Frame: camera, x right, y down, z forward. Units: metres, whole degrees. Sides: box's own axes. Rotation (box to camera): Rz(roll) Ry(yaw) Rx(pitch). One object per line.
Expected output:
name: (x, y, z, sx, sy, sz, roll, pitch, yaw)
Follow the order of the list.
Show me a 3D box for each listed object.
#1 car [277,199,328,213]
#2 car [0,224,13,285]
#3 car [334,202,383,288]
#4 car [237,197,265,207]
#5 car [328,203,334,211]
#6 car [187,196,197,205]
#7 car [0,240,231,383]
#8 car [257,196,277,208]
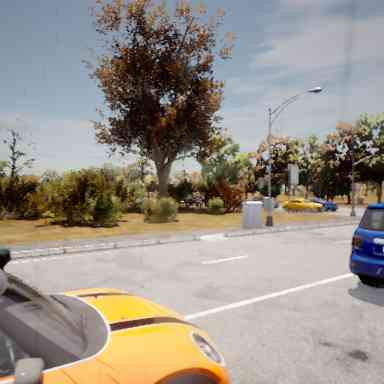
car: (12.796, 1.563, 38.709, 1.882, 1.535, 5.008, 0, 0, -32)
car: (-6.921, 1.597, 7.650, 4.718, 1.301, 1.895, 0, 0, -35)
car: (6.109, 1.247, 8.111, 5.566, 2.045, 2.150, 0, 0, -35)
car: (7.813, 1.678, 46.562, 1.895, 1.301, 4.718, 0, 0, -33)
car: (15.489, 1.572, 40.993, 1.882, 1.535, 5.008, 0, 0, -32)
car: (0.510, 1.536, 57.776, 1.837, 1.490, 4.892, 0, 0, -34)
car: (-1.846, 1.351, 2.428, 4.553, 1.767, 2.097, 0, 0, -36)
car: (10.604, 1.438, 48.686, 2.097, 1.767, 4.553, 0, 0, -33)
